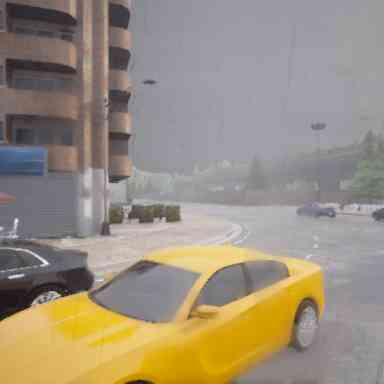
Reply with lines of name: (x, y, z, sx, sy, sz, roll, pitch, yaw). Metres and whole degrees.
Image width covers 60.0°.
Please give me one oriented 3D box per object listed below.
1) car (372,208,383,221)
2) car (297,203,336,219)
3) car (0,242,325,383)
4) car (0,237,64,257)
car: (15.892, 1.651, 25.687, 1.812, 1.442, 4.674, 0, -1, 0)
car: (11.755, 1.738, 31.577, 1.812, 1.442, 4.674, 0, -1, -11)
car: (-0.024, 1.524, 4.438, 5.008, 1.535, 1.882, 0, 0, -44)
car: (-4.120, 1.593, 5.511, 4.892, 1.490, 1.837, 0, 0, -39)
